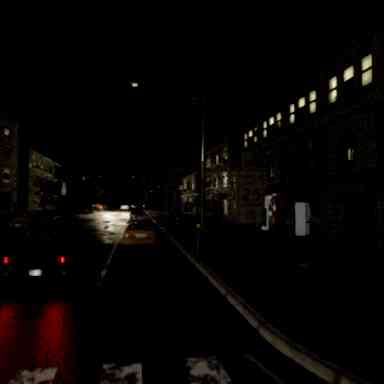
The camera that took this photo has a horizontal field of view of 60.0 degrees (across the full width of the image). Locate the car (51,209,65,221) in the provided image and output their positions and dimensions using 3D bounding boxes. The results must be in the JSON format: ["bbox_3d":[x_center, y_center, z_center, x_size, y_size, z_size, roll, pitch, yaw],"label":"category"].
[{"bbox_3d":[-13.676,2.311,31.461,1.802,1.307,4.206,2,-2,-10],"label":"car"}]

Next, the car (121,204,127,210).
[{"bbox_3d":[-16.956,3.880,83.612,1.812,1.442,4.674,1,-2,-10],"label":"car"}]

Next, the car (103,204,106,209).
[{"bbox_3d":[-21.236,3.470,75.060,1.967,1.590,4.097,2,-2,-10],"label":"car"}]

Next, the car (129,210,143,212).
[{"bbox_3d":[-3.529,2.112,21.989,2.008,1.369,4.403,2,-2,-10],"label":"car"}]

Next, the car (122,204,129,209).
[{"bbox_3d":[-18.664,4.069,93.467,1.837,1.490,4.892,1,-2,-10],"label":"car"}]

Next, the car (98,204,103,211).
[{"bbox_3d":[-20.295,3.448,69.606,1.802,1.307,4.206,2,-2,-10],"label":"car"}]

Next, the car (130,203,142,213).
[{"bbox_3d":[-11.086,3.174,65.592,2.192,1.841,5.009,2,-2,-10],"label":"car"}]

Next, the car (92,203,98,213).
[{"bbox_3d":[-18.398,2.855,58.717,2.192,1.841,5.009,2,-2,-10],"label":"car"}]

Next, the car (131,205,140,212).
[{"bbox_3d":[-12.983,3.751,76.482,1.947,1.339,4.313,2,-2,-10],"label":"car"}]

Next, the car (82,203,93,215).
[{"bbox_3d":[-17.428,2.897,53.092,1.752,1.417,4.829,2,-2,-10],"label":"car"}]

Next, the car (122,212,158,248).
[{"bbox_3d":[-2.612,1.930,16.708,1.752,1.417,4.829,2,-2,-10],"label":"car"}]

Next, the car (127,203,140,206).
[{"bbox_3d":[-8.253,2.811,49.240,1.967,1.590,4.097,2,-2,-10],"label":"car"}]

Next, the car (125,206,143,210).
[{"bbox_3d":[-6.365,2.597,38.337,2.008,1.369,4.403,2,-2,-10],"label":"car"}]

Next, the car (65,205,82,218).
[{"bbox_3d":[-15.568,2.635,42.360,1.802,1.307,4.206,2,-2,-10],"label":"car"}]

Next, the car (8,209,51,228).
[{"bbox_3d":[-12.700,2.088,25.846,1.752,1.417,4.829,2,-2,-10],"label":"car"}]

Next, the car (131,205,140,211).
[{"bbox_3d":[-13.868,3.885,81.631,1.887,1.381,4.507,2,-2,-10],"label":"car"}]

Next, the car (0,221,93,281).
[{"bbox_3d":[-4.267,1.784,10.464,1.895,1.301,4.718,1,-2,-10],"label":"car"}]
